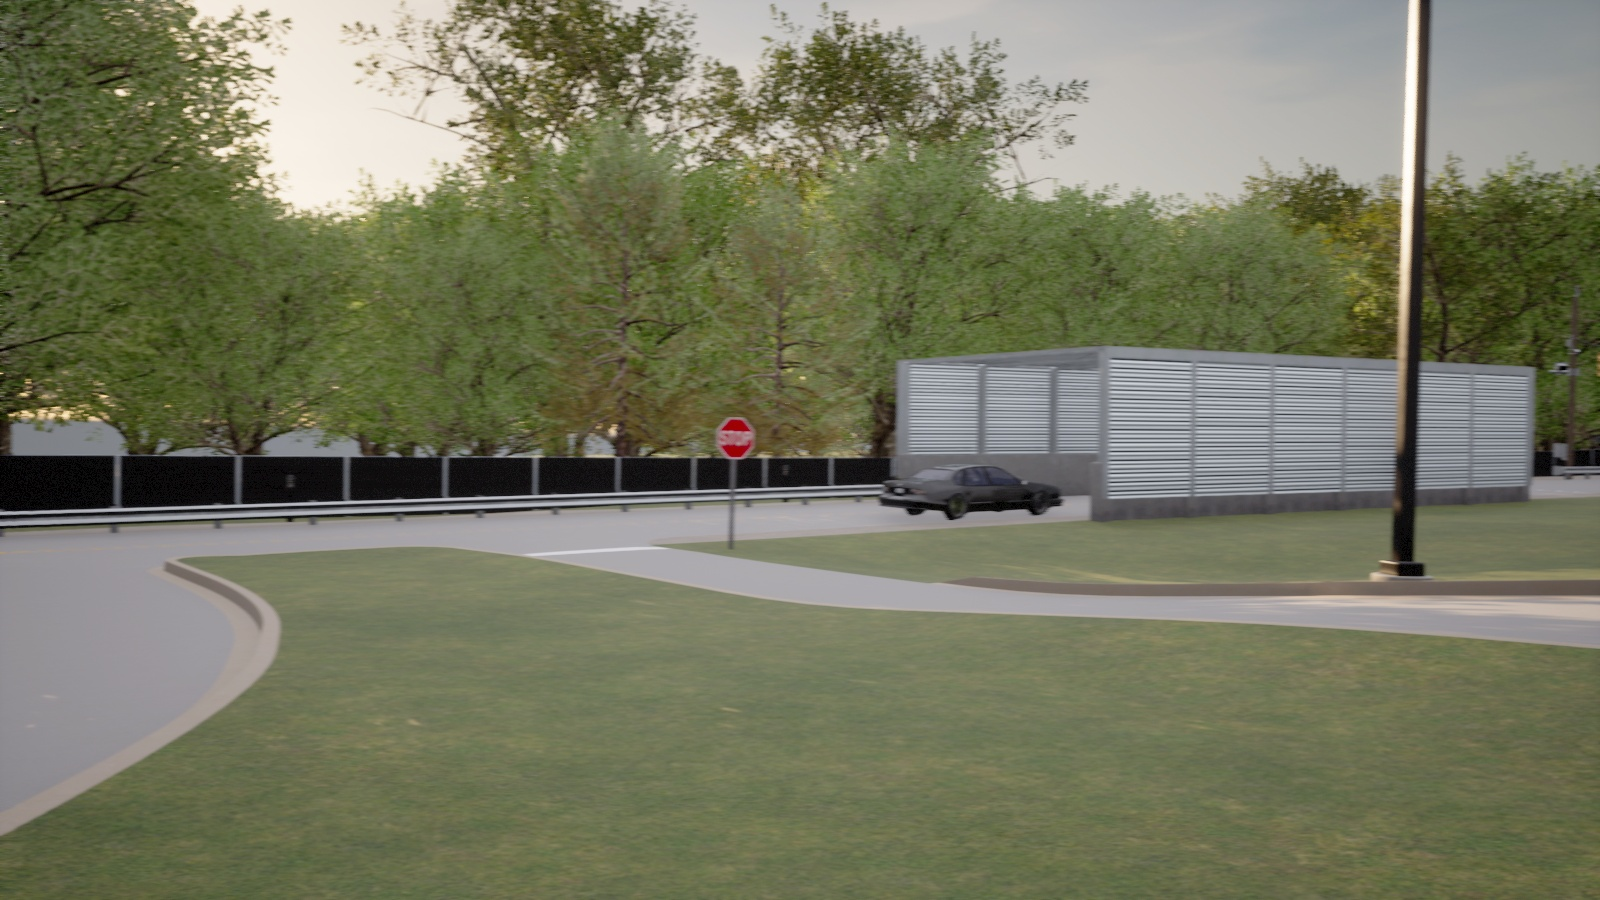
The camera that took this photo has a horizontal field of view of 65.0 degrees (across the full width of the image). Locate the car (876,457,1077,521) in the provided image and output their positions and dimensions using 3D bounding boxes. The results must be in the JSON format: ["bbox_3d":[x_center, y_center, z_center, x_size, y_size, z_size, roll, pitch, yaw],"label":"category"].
[{"bbox_3d":[4.778,0.971,33.610,5.357,1.411,2.033,-2,2,-35],"label":"car"}]
